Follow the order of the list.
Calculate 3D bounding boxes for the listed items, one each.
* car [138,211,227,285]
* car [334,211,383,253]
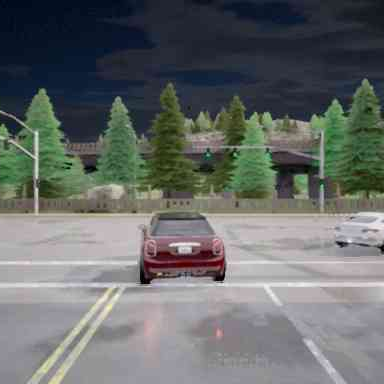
[{"bbox_3d":[-0.482,1.353,9.775,2.097,1.767,4.553,0,0,-9],"label":"car"},{"bbox_3d":[7.622,1.508,13.520,4.674,1.442,1.812,-1,-1,-37],"label":"car"}]
